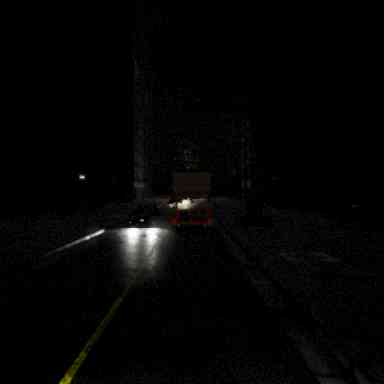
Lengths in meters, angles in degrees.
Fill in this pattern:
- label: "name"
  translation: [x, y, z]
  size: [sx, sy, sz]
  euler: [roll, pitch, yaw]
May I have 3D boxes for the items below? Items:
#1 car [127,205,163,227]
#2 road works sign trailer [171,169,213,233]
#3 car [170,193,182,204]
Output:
- label: "car"
  translation: [-3.098, 1.568, 22.603]
  size: [1.994, 1.385, 4.181]
  euler: [0, 0, 0]
- label: "road works sign trailer"
  translation: [0.002, 0.468, 19.658]
  size: [2.380, 3.560, 2.880]
  euler: [0, 0, 0]
- label: "car"
  translation: [-3.012, 1.232, 63.743]
  size: [2.150, 2.045, 5.566]
  euler: [0, 0, 1]
